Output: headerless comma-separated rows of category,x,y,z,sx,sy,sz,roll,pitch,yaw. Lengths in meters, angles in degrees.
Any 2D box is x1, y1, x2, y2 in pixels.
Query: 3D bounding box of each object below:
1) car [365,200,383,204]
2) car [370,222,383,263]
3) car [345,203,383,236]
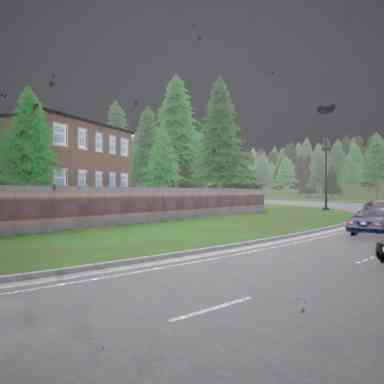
car,19.375,1.563,34.975,1.994,1.385,4.181,0,0,14
car,7.375,1.601,10.127,4.718,1.301,1.895,0,0,-43
car,9.893,1.547,17.609,2.033,1.411,5.357,0,0,44
